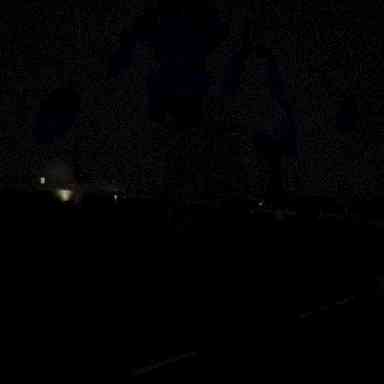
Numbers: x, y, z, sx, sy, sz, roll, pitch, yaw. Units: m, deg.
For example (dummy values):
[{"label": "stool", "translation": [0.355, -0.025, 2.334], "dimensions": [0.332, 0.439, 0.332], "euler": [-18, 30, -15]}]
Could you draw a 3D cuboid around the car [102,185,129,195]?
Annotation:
[{"label": "car", "translation": [-12.511, -0.310, 54.189], "dimensions": [1.812, 1.442, 4.674], "euler": [0, 2, -35]}]

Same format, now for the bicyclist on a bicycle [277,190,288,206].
[{"label": "bicyclist on a bicycle", "translation": [9.199, 0.664, 33.841], "dimensions": [1.656, 1.620, 0.582], "euler": [0, 2, -35]}]

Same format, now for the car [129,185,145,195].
[{"label": "car", "translation": [-9.499, -0.451, 54.879], "dimensions": [2.097, 1.767, 4.553], "euler": [0, 2, -36]}]

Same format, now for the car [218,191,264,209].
[{"label": "car", "translation": [4.410, 0.693, 30.247], "dimensions": [2.128, 1.511, 4.902], "euler": [0, 2, -35]}]

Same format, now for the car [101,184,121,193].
[{"label": "car", "translation": [-15.413, -0.663, 63.177], "dimensions": [1.882, 1.535, 5.008], "euler": [0, 2, -36]}]

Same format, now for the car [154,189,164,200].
[{"label": "car", "translation": [-2.560, 0.310, 40.048], "dimensions": [2.033, 1.411, 5.357], "euler": [0, 2, -35]}]

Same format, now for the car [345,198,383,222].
[{"label": "car", "translation": [11.760, 1.170, 19.920], "dimensions": [2.128, 1.511, 4.902], "euler": [0, 2, -35]}]
